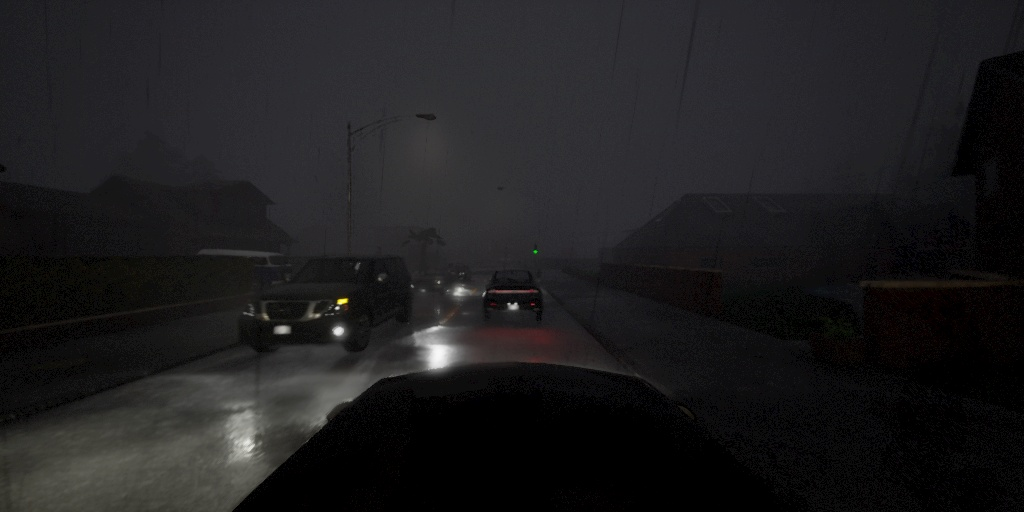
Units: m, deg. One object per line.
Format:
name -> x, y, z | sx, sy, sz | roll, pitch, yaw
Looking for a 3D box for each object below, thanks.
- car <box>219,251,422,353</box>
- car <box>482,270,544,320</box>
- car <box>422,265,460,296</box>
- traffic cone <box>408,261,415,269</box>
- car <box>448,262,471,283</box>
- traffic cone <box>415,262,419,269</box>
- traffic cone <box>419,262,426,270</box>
car -> -4.153, 0.975, 9.230 | 2.150, 2.045, 5.566 | 0, 0, 0
car -> 0.013, 1.224, 12.501 | 2.128, 1.511, 4.902 | 0, 0, -1
car -> -4.230, 1.339, 19.309 | 1.895, 1.301, 4.718 | 0, 0, 0
traffic cone -> -16.274, 1.531, 58.068 | 0.344, 0.586, 0.344 | 0, 0, -1
car -> -4.234, 1.252, 27.645 | 2.128, 1.511, 4.902 | 0, 0, -1
traffic cone -> -15.918, 1.525, 58.641 | 0.344, 0.586, 0.344 | 0, 0, -1
traffic cone -> -14.929, 1.545, 59.690 | 0.344, 0.586, 0.344 | 0, 0, -1
